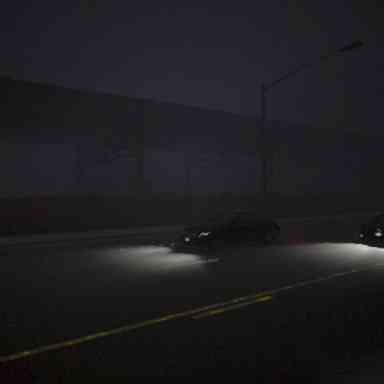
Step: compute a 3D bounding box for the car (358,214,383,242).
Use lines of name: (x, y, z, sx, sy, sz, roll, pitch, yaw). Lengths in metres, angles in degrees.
car: (9.291, 1.562, 14.821, 4.181, 1.385, 1.994, 0, 0, -35)

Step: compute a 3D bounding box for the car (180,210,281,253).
car: (1.727, 1.499, 13.769, 4.674, 1.442, 1.812, 0, 0, -35)
